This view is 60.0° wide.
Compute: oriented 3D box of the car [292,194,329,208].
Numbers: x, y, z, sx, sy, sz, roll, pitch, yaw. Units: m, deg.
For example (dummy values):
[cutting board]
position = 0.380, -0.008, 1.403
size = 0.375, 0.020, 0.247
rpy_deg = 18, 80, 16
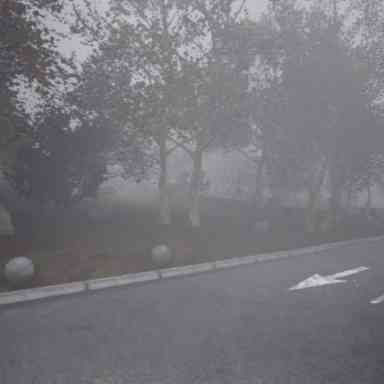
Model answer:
[car]
position = 15.071, 0.978, 42.376
size = 2.097, 1.767, 4.553
rpy_deg = 3, 2, -39
